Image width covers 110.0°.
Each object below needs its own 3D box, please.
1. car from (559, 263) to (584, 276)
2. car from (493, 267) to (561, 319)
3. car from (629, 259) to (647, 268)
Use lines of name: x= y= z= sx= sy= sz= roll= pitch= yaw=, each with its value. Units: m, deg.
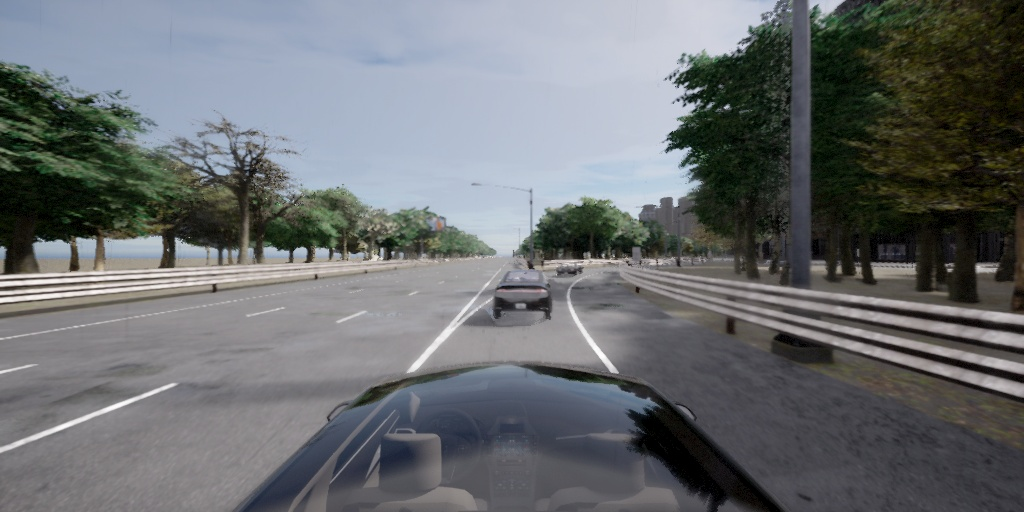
car: x=5.895 y=1.314 z=35.700 sx=1.895 sy=1.301 sz=4.718 roll=0 pitch=0 yaw=21
car: x=0.485 y=1.238 z=12.761 sx=2.128 sy=1.511 sz=4.902 roll=0 pitch=0 yaw=5
car: x=21.224 y=1.143 z=60.761 sx=1.882 sy=1.535 sz=5.008 roll=0 pitch=0 yaw=41
